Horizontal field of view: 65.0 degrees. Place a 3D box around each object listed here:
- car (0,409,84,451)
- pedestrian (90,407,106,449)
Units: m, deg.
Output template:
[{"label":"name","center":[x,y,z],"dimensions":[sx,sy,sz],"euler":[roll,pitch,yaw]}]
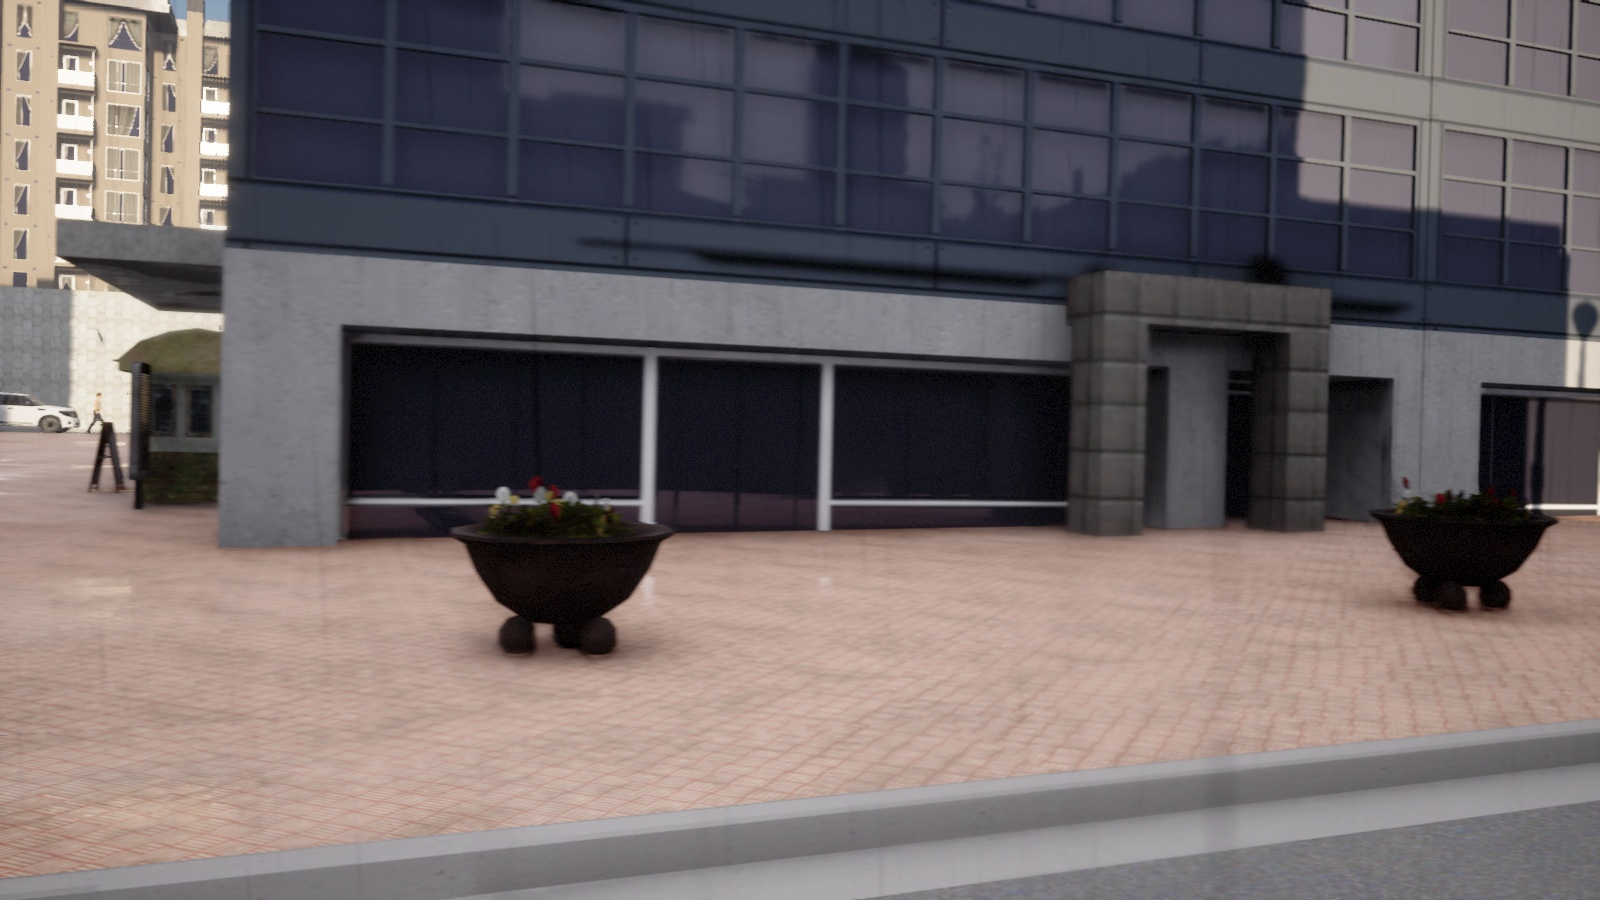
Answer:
[{"label":"car","center":[-38.845,-1.000,62.180],"dimensions":[5.566,2.045,2.150],"euler":[0,1,-19]},{"label":"pedestrian","center":[-30.745,-0.960,55.006],"dimensions":[0.594,1.836,0.345],"euler":[0,1,-27]}]
